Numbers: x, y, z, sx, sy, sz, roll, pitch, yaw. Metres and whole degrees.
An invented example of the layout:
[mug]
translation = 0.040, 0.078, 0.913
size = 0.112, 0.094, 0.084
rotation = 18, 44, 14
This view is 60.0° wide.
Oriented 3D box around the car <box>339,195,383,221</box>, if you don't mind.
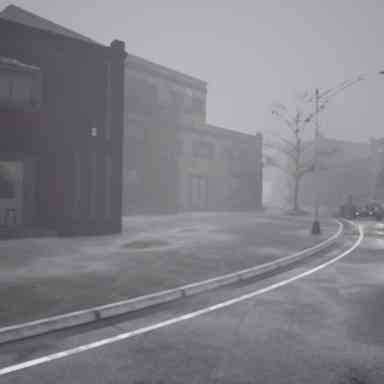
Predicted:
[car]
translation = 14.442, 1.281, 28.739
size = 2.150, 2.045, 5.566
rotation = 1, 0, 10
